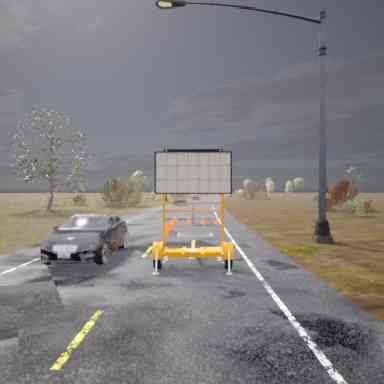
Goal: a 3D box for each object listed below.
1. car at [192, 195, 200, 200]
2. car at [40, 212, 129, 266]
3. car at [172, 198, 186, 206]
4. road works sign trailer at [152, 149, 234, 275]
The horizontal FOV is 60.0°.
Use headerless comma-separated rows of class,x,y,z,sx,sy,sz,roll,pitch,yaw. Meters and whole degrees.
car,1.068,1.578,88.684,1.895,1.301,4.718,0,0,6
car,-3.508,1.491,11.649,2.128,1.511,4.902,0,0,1
car,-1.989,1.592,52.554,1.895,1.301,4.718,0,0,4
road works sign trailer,0.043,0.464,10.463,2.380,3.560,2.880,0,0,1
